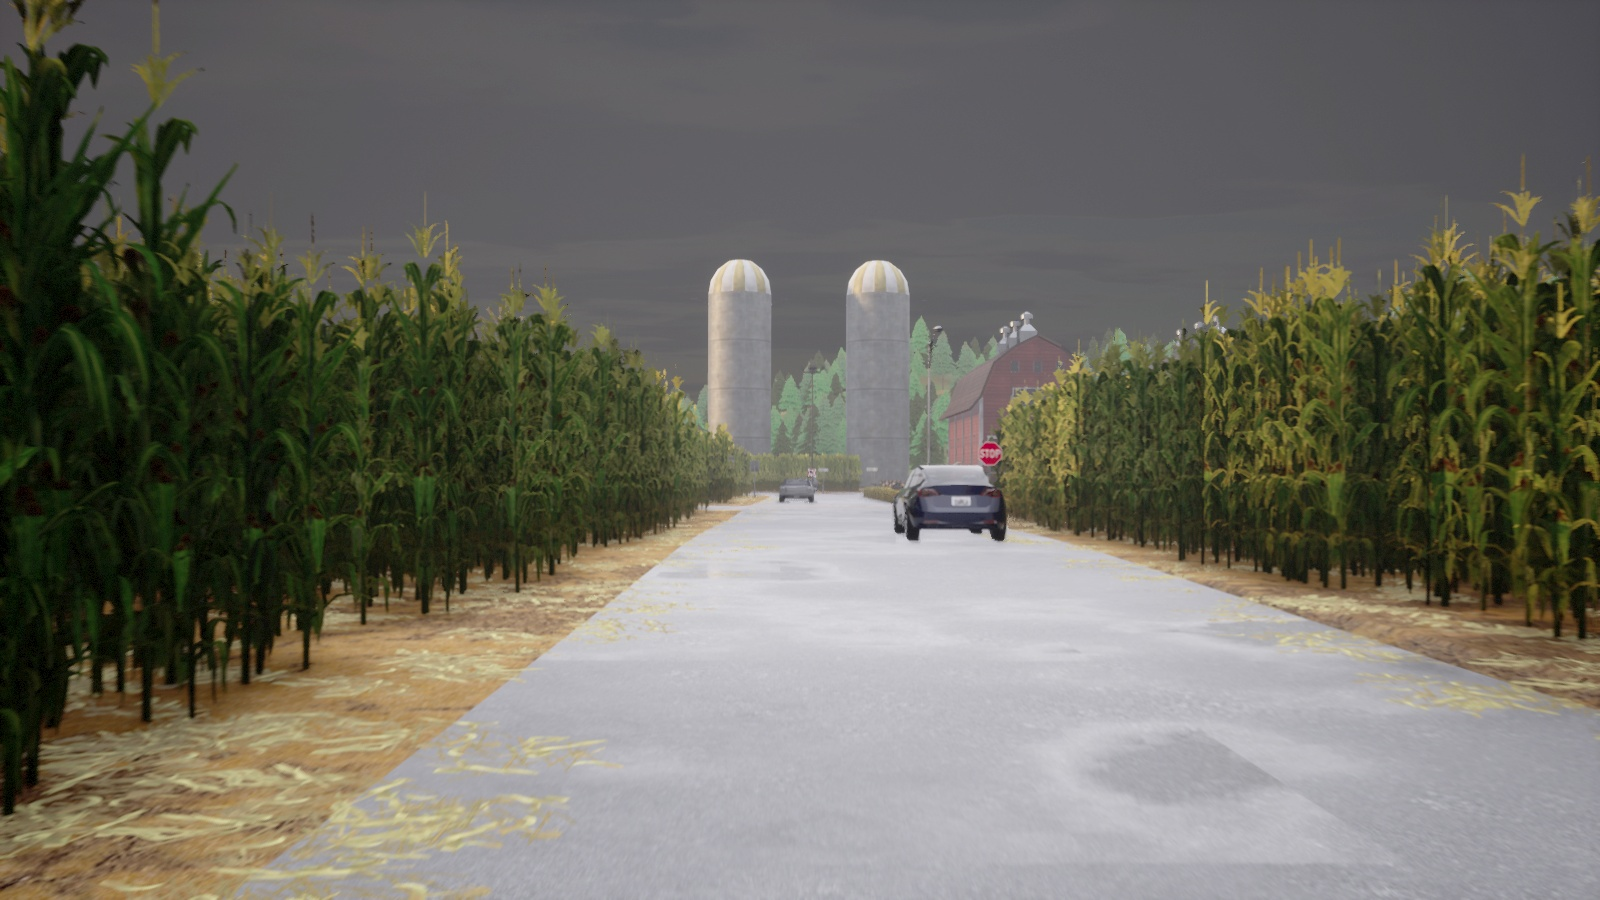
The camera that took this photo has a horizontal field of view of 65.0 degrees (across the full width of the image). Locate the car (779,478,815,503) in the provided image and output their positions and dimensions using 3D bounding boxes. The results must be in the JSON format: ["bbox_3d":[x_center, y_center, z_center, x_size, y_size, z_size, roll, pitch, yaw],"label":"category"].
[{"bbox_3d":[-0.167,2.202,69.008,1.895,1.301,4.718,0,-2,0],"label":"car"}]

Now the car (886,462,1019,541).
[{"bbox_3d":[3.035,1.020,26.091,2.163,1.488,4.792,0,-1,0],"label":"car"}]
